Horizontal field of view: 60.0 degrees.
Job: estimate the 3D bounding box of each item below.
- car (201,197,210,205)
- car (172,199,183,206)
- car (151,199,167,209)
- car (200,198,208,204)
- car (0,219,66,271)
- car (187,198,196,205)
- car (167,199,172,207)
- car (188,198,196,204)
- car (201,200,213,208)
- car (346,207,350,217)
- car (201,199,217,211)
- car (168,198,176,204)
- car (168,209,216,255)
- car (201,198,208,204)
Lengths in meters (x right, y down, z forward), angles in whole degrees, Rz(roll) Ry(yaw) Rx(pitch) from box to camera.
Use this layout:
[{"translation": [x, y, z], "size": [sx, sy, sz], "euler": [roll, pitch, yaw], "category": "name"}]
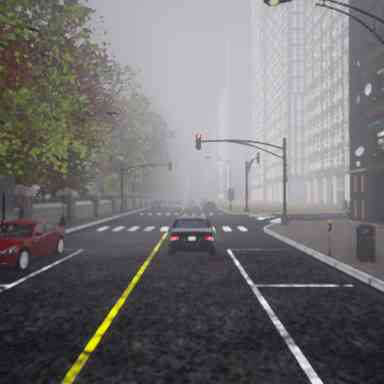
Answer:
[{"translation": [3.104, 2.142, 77.554], "size": [2.097, 1.767, 4.553], "euler": [0, -1, 0], "category": "car"}, {"translation": [-3.010, 2.299, 73.678], "size": [1.994, 1.385, 4.181], "euler": [0, -1, 0], "category": "car"}, {"translation": [-5.696, 2.129, 54.903], "size": [1.802, 1.307, 4.206], "euler": [0, -1, 0], "category": "car"}, {"translation": [2.685, 2.113, 54.904], "size": [1.947, 1.339, 4.313], "euler": [0, -1, 0], "category": "car"}, {"translation": [-5.819, 1.654, 11.354], "size": [1.887, 1.381, 4.507], "euler": [0, -1, 0], "category": "car"}, {"translation": [-0.009, 2.272, 74.890], "size": [1.812, 1.442, 4.674], "euler": [0, -1, 0], "category": "car"}, {"translation": [-5.696, 2.106, 66.169], "size": [1.967, 1.590, 4.097], "euler": [0, -1, 0], "category": "car"}, {"translation": [-0.011, 2.304, 86.557], "size": [2.033, 1.411, 5.357], "euler": [0, -1, 0], "category": "car"}, {"translation": [2.684, 2.172, 60.536], "size": [1.947, 1.339, 4.313], "euler": [0, -1, 0], "category": "car"}, {"translation": [14.670, 1.534, 26.686], "size": [4.313, 1.339, 1.947], "euler": [-1, 0, 0], "category": "car"}, {"translation": [2.685, 2.055, 49.272], "size": [1.947, 1.339, 4.313], "euler": [0, -1, 0], "category": "car"}, {"translation": [-5.701, 2.521, 94.327], "size": [1.887, 1.381, 4.507], "euler": [0, -1, 0], "category": "car"}, {"translation": [-0.001, 1.682, 13.998], "size": [2.033, 1.411, 5.357], "euler": [0, -1, 0], "category": "car"}, {"translation": [3.139, 2.393, 84.582], "size": [1.812, 1.442, 4.674], "euler": [0, -1, 0], "category": "car"}]
